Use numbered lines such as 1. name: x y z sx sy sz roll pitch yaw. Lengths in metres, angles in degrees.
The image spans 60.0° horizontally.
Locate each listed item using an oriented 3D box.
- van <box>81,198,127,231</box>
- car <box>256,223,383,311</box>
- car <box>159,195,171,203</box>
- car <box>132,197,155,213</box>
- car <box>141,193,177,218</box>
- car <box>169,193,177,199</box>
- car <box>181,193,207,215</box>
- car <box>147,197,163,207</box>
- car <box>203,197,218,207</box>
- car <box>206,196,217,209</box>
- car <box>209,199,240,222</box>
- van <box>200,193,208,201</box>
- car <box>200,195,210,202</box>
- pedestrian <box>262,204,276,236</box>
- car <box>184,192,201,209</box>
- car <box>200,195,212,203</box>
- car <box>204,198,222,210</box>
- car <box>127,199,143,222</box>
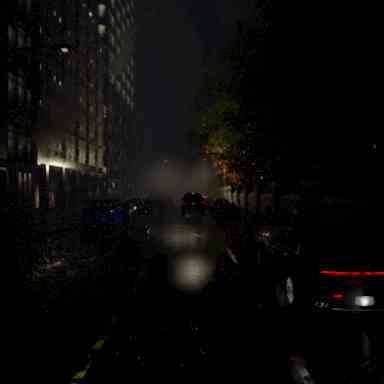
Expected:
1. van: -5.289 1.285 19.963 1.690 1.788 3.998 0 0 0
2. car: 2.760 1.483 7.735 1.837 1.490 4.892 0 0 0
3. car: -5.237 1.348 64.323 1.887 1.381 4.507 0 0 0
4. car: -5.270 1.334 36.598 1.967 1.590 4.097 0 0 0
5. car: -2.812 1.137 29.487 2.150 2.045 5.566 0 0 0
6. car: -5.203 1.146 92.048 1.967 1.590 4.097 0 0 0
7. car: 0.116 1.126 32.364 2.150 2.045 5.566 0 0 0
8. car: -5.257 1.440 47.688 1.802 1.307 4.206 0 0 0
9. car: 2.624 1.403 47.675 1.887 1.381 4.507 0 0 0
10. car: 2.604 1.350 31.039 1.967 1.590 4.097 0 0 0
11. car: 2.598 1.472 25.494 1.887 1.381 4.507 0 0 0
12. van: 2.657 1.107 75.401 1.690 1.788 3.998 0 0 0
13. car: 2.650 1.329 69.856 1.887 1.381 4.507 0 0 0
14. pedestrian: 2.498 1.264 10.682 0.375 1.860 0.375 0 0 0
15. car: 0.085 1.089 45.190 2.150 2.045 5.566 0 0 1
16. car: 2.644 1.354 64.310 2.008 1.369 4.403 0 0 0
17. car: 2.617 1.442 42.129 1.947 1.339 4.313 0 0 0
18. car: -5.283 1.478 25.509 2.008 1.369 4.403 0 0 0
